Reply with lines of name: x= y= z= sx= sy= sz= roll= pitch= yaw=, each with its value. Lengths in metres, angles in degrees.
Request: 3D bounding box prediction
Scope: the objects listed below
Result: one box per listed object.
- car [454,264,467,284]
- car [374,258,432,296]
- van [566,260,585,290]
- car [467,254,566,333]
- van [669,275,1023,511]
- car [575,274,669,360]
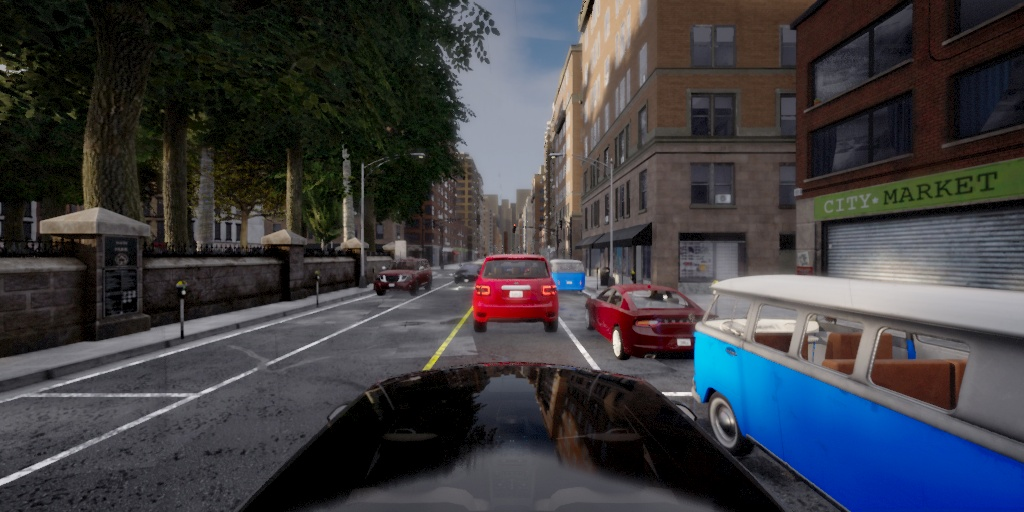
car: x=-3.054 y=1.285 z=26.775 sx=2.033 sy=1.411 sz=5.357 roll=0 pitch=0 yaw=0
car: x=-5.685 y=1.057 z=19.446 sx=2.192 sy=1.841 sz=5.009 roll=0 pitch=0 yaw=0
van: x=2.839 y=1.084 z=19.494 sx=1.690 sy=1.789 sz=3.998 roll=0 pitch=0 yaw=0
car: x=0.088 y=0.969 z=10.929 sx=2.150 sy=2.045 sz=5.566 roll=0 pitch=0 yaw=0
van: x=2.856 y=1.091 z=2.512 sx=1.690 sy=1.789 sz=3.998 roll=0 pitch=0 yaw=0
car: x=2.850 y=1.294 z=8.173 sx=1.888 sy=1.381 sz=4.507 roll=0 pitch=0 yaw=0
